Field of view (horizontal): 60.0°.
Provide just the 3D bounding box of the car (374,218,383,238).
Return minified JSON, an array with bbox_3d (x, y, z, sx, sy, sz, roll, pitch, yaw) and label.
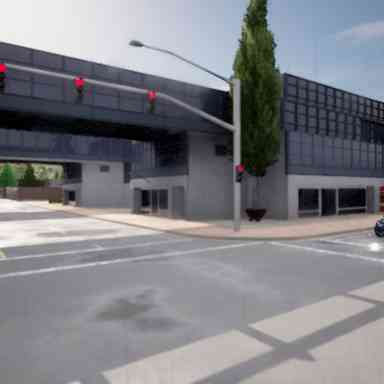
[{"bbox_3d":[10.616,1.411,15.876,4.674,1.442,1.812,0,0,-34],"label":"car"}]
